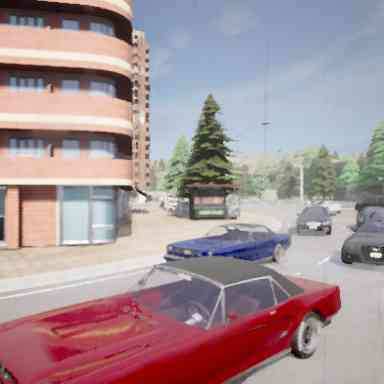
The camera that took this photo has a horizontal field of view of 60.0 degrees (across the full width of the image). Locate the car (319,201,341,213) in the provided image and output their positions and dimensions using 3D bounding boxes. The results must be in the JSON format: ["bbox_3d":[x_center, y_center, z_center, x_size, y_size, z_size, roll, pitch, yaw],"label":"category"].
[{"bbox_3d":[16.408,1.799,40.658,1.812,1.442,4.674,0,0,-7],"label":"car"}]

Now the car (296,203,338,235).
[{"bbox_3d":[7.410,1.630,19.882,2.128,1.511,4.902,0,-1,24],"label":"car"}]

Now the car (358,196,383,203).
[{"bbox_3d":[20.325,1.444,36.592,2.150,2.045,5.566,0,0,-3],"label":"car"}]

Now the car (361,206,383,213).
[{"bbox_3d":[9.674,1.645,16.382,2.033,1.411,5.357,-1,-1,26],"label":"car"}]

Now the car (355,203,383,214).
[{"bbox_3d":[11.535,1.654,20.893,1.812,1.442,4.674,0,-1,20],"label":"car"}]

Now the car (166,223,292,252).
[{"bbox_3d":[1.321,1.688,10.554,1.895,1.301,4.718,-1,-1,41],"label":"car"}]

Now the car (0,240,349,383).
[{"bbox_3d":[0.008,1.642,4.366,4.718,1.301,1.895,0,-1,-41],"label":"car"}]

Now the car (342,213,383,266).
[{"bbox_3d":[6.460,1.632,11.126,1.994,1.385,4.181,-1,-1,37],"label":"car"}]
